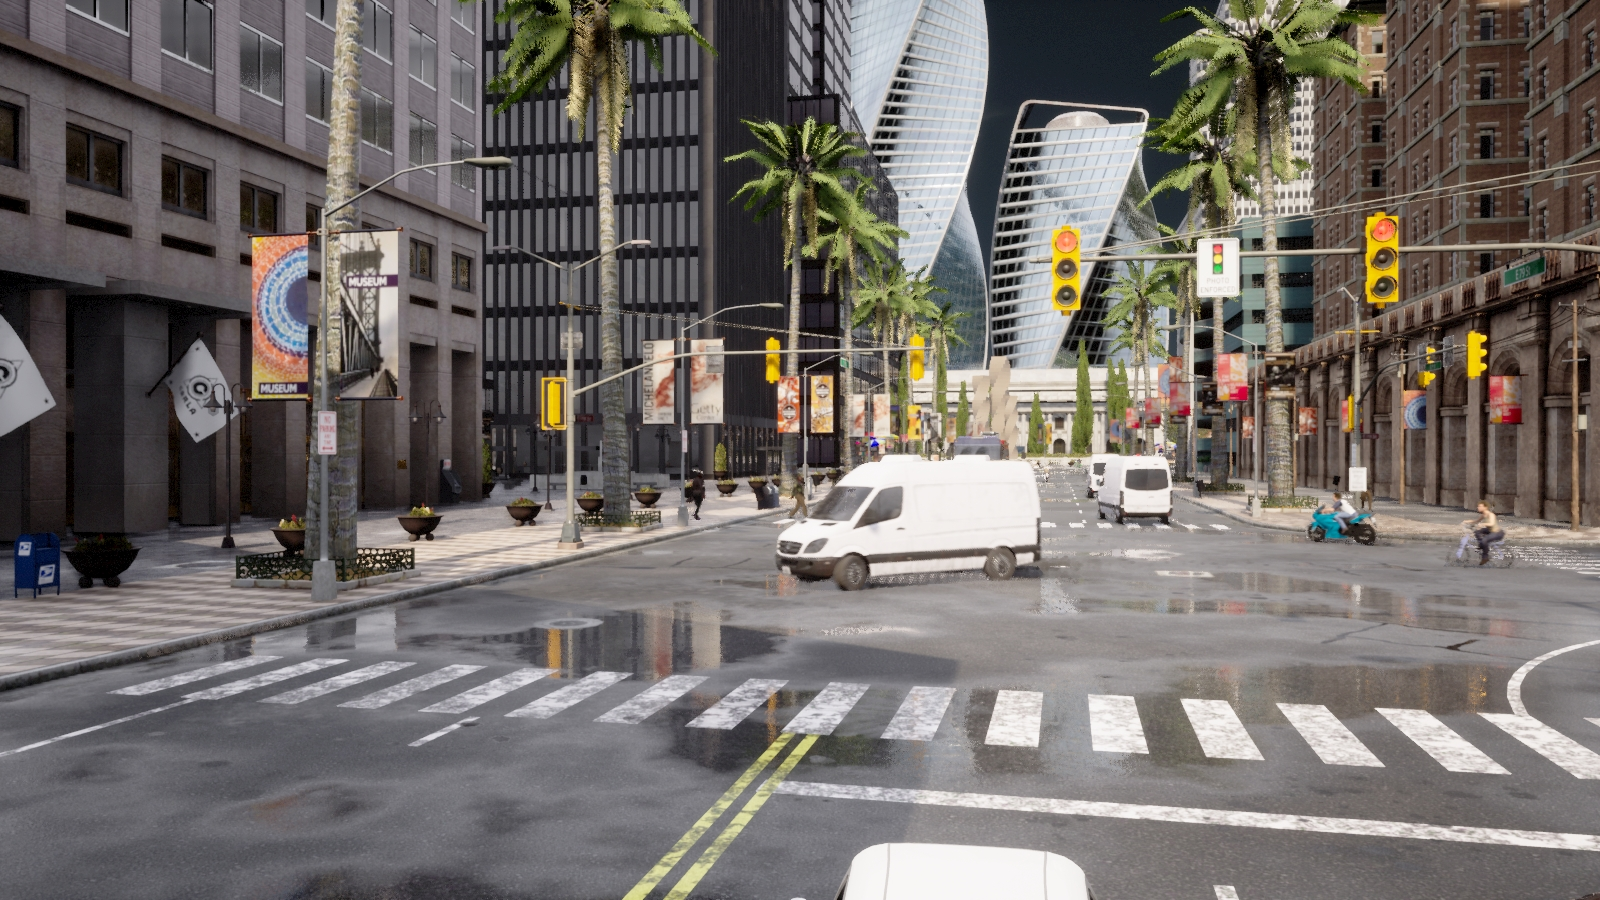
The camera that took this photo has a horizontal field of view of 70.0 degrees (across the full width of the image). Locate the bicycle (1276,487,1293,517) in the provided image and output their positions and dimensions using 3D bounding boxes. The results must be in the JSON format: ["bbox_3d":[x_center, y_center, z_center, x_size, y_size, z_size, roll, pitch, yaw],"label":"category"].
[{"bbox_3d":[20.524,2.206,48.420,0.373,1.196,1.643,0,0,13],"label":"bicycle"}]

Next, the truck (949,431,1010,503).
[{"bbox_3d":[10.323,0.890,65.040,2.891,3.827,8.468,0,0,13],"label":"truck"}]

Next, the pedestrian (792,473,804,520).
[{"bbox_3d":[-0.090,1.848,45.657,0.375,1.860,0.375,0,0,23],"label":"pedestrian"}]

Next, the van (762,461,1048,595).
[{"bbox_3d":[2.304,1.534,24.335,5.915,2.561,1.988,0,-1,-28],"label":"van"}]

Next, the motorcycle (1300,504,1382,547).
[{"bbox_3d":[16.041,2.213,33.923,0.803,1.145,2.033,1,-1,-43],"label":"motorcycle"}]

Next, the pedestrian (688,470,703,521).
[{"bbox_3d":[-3.909,1.697,42.733,0.375,1.860,0.375,0,0,-43],"label":"pedestrian"}]

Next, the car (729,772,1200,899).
[{"bbox_3d":[0.558,2.120,3.851,1.481,1.376,2.207,0,0,9],"label":"car"}]

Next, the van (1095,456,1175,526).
[{"bbox_3d":[13.123,1.534,45.132,1.988,2.561,5.915,0,0,6],"label":"van"}]

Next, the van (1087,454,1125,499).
[{"bbox_3d":[18.285,1.534,68.512,1.988,2.561,5.915,0,0,13],"label":"van"}]

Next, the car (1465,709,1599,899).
[{"bbox_3d":[3.753,1.992,2.523,2.152,1.651,5.027,0,0,7],"label":"car"}]

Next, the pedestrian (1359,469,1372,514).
[{"bbox_3d":[23.289,1.697,47.071,0.375,1.860,0.375,0,0,6],"label":"pedestrian"}]

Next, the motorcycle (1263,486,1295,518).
[{"bbox_3d":[20.463,2.205,48.863,0.867,1.251,2.209,0,0,13],"label":"motorcycle"}]
